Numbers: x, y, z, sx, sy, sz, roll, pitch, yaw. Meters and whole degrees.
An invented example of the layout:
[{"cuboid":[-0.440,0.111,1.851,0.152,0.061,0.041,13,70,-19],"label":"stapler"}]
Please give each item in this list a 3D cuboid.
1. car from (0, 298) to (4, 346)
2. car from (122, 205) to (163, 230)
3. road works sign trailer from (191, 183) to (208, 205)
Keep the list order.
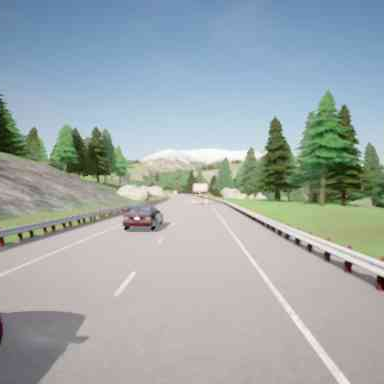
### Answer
[{"cuboid":[-3.337,1.466,2.243,1.882,1.535,5.008,0,0,0],"label":"car"},{"cuboid":[-2.942,1.481,20.628,2.033,1.411,5.357,0,0,2],"label":"car"},{"cuboid":[1.346,0.304,54.367,2.380,3.560,2.880,0,0,1],"label":"road works sign trailer"}]
